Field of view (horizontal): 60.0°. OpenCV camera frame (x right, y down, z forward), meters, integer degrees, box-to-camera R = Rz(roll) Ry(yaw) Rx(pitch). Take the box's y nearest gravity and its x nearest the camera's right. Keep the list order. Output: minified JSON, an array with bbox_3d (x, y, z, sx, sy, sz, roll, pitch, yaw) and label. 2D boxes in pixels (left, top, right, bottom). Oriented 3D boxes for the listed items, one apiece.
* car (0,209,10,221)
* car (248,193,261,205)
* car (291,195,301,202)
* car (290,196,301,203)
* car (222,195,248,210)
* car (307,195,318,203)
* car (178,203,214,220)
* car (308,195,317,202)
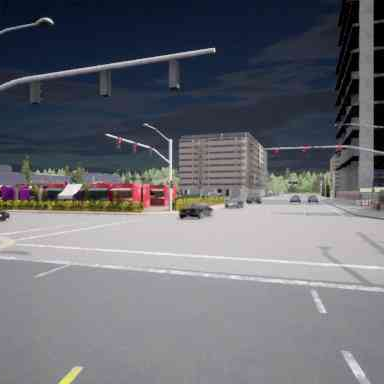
[{"bbox_3d":[-16.472,1.619,26.100,4.181,1.385,1.994,0,0,19],"label":"car"},{"bbox_3d":[11.538,1.225,61.718,2.150,2.045,5.566,0,0,19],"label":"car"},{"bbox_3d":[24.609,1.540,78.480,2.033,1.411,5.357,0,0,19],"label":"car"},{"bbox_3d":[21.531,1.555,69.256,1.994,1.385,4.181,0,0,19],"label":"car"},{"bbox_3d":[5.629,1.491,44.257,2.128,1.511,4.902,0,0,19],"label":"car"},{"bbox_3d":[24.740,1.541,67.821,2.033,1.411,5.357,0,0,19],"label":"car"},{"bbox_3d":[0.406,1.639,28.701,1.895,1.301,4.718,0,0,19],"label":"car"},{"bbox_3d":[28.031,1.524,77.677,1.812,1.442,4.674,0,0,19],"label":"car"}]
